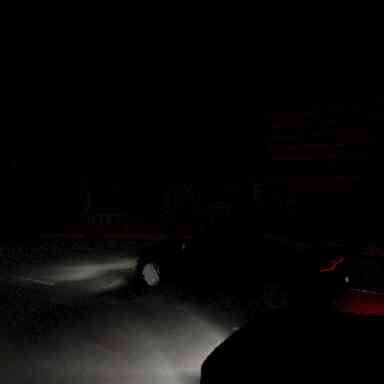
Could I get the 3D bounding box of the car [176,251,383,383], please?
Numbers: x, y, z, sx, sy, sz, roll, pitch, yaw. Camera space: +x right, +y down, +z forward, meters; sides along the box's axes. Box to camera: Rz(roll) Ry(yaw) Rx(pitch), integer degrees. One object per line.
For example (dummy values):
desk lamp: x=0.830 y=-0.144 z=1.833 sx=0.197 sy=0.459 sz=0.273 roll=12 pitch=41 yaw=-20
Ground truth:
car: x=2.602 y=1.547 z=2.137 sx=5.357 sy=1.411 sz=2.033 roll=0 pitch=0 yaw=35

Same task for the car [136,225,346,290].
car: x=0.888 y=1.512 z=7.659 sx=5.008 sy=1.535 sz=1.882 roll=-1 pitch=-1 yaw=36
